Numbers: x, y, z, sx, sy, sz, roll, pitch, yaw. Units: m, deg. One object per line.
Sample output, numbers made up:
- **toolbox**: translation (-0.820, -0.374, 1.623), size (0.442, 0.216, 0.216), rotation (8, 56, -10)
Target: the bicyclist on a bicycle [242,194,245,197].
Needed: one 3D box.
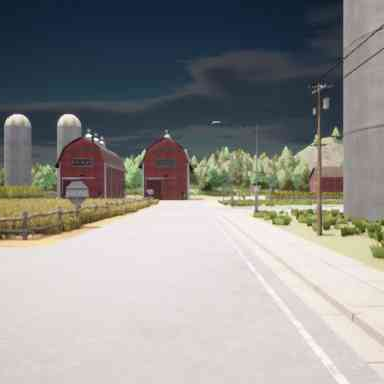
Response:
- **bicyclist on a bicycle**: translation (12.424, 1.367, 80.829), size (1.656, 1.620, 0.582), rotation (0, 0, 33)
